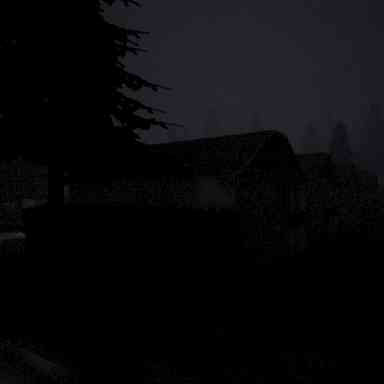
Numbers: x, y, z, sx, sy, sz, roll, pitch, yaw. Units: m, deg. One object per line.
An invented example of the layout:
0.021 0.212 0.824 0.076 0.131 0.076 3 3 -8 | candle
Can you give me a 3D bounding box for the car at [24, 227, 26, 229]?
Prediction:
-9.450 1.867 23.785 2.097 1.767 4.553 -1 -1 36 | car
